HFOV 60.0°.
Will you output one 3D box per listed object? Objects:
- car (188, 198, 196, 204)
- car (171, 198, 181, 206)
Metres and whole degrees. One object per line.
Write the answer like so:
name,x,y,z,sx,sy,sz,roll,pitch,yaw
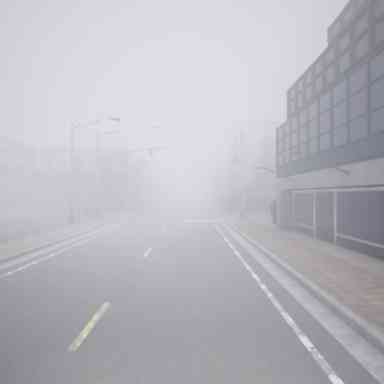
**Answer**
car,-0.018,2.147,78.902,2.033,1.411,5.357,0,-1,0
car,-3.517,2.172,71.852,1.837,1.490,4.892,0,-1,0
